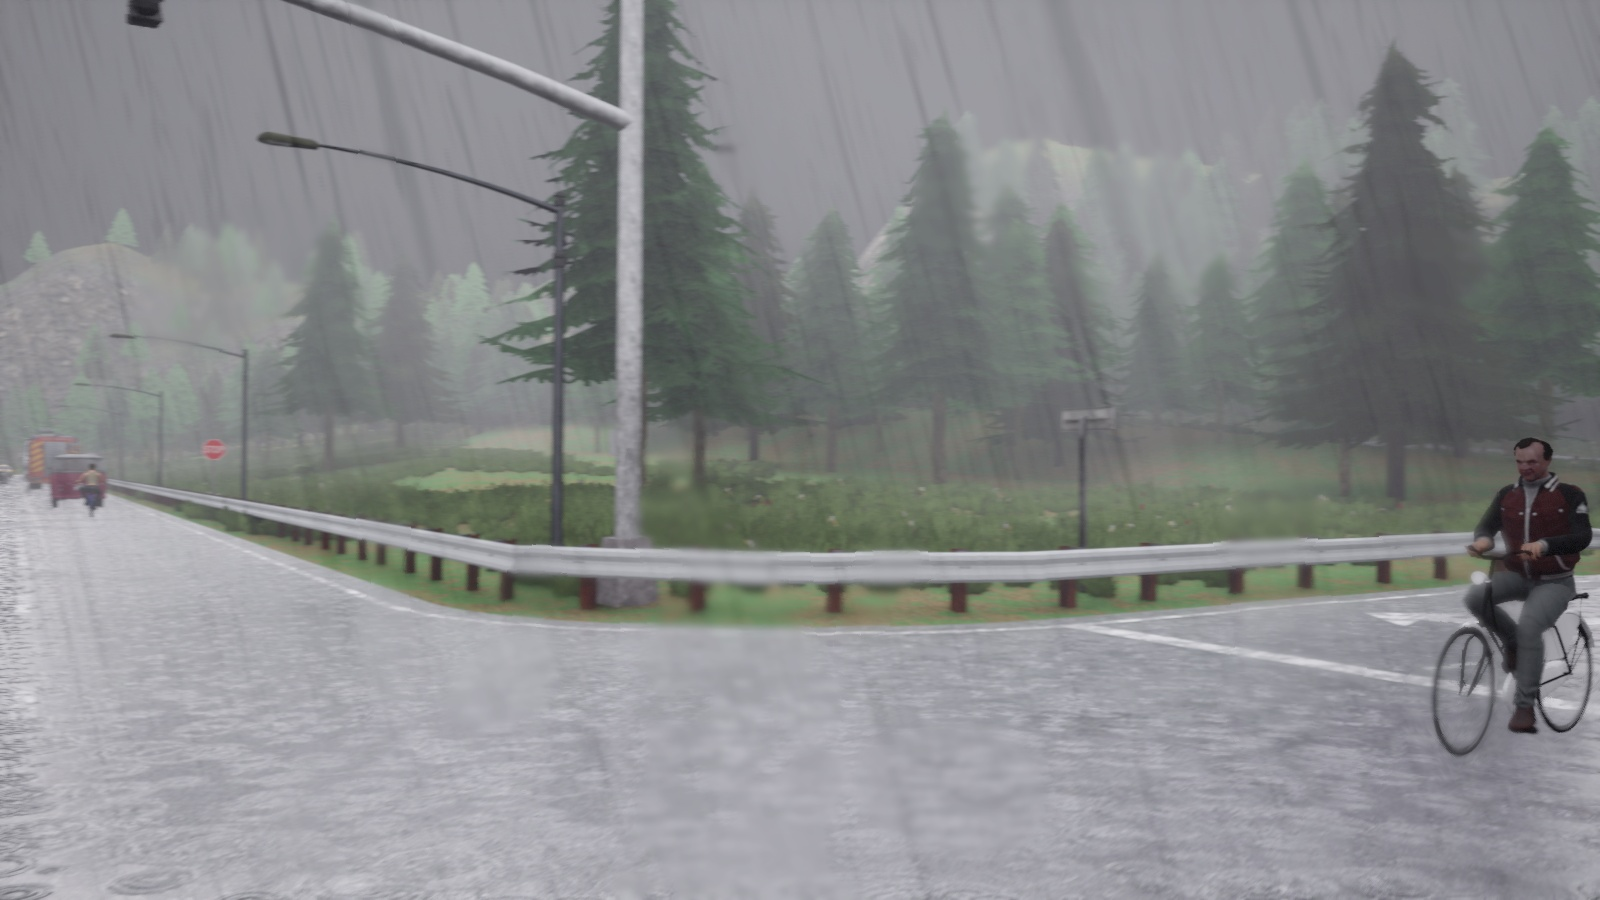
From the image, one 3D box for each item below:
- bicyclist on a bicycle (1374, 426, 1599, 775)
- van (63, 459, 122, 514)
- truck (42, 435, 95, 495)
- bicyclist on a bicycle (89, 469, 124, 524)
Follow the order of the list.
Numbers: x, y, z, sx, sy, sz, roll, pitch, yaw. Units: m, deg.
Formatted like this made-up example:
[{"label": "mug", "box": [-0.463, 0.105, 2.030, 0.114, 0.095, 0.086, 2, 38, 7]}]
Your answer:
[{"label": "bicyclist on a bicycle", "box": [4.123, 0.778, 7.192, 1.843, 1.776, 0.659, 1, -1, -35]}, {"label": "van", "box": [-26.959, 1.359, 47.795, 1.775, 1.987, 4.442, 0, -1, -31]}, {"label": "truck", "box": [-48.985, 1.032, 84.004, 2.891, 3.827, 8.468, 0, -1, -31]}, {"label": "bicyclist on a bicycle", "box": [-20.940, 1.379, 37.891, 0.866, 1.612, 1.509, 0, -1, -31]}]
